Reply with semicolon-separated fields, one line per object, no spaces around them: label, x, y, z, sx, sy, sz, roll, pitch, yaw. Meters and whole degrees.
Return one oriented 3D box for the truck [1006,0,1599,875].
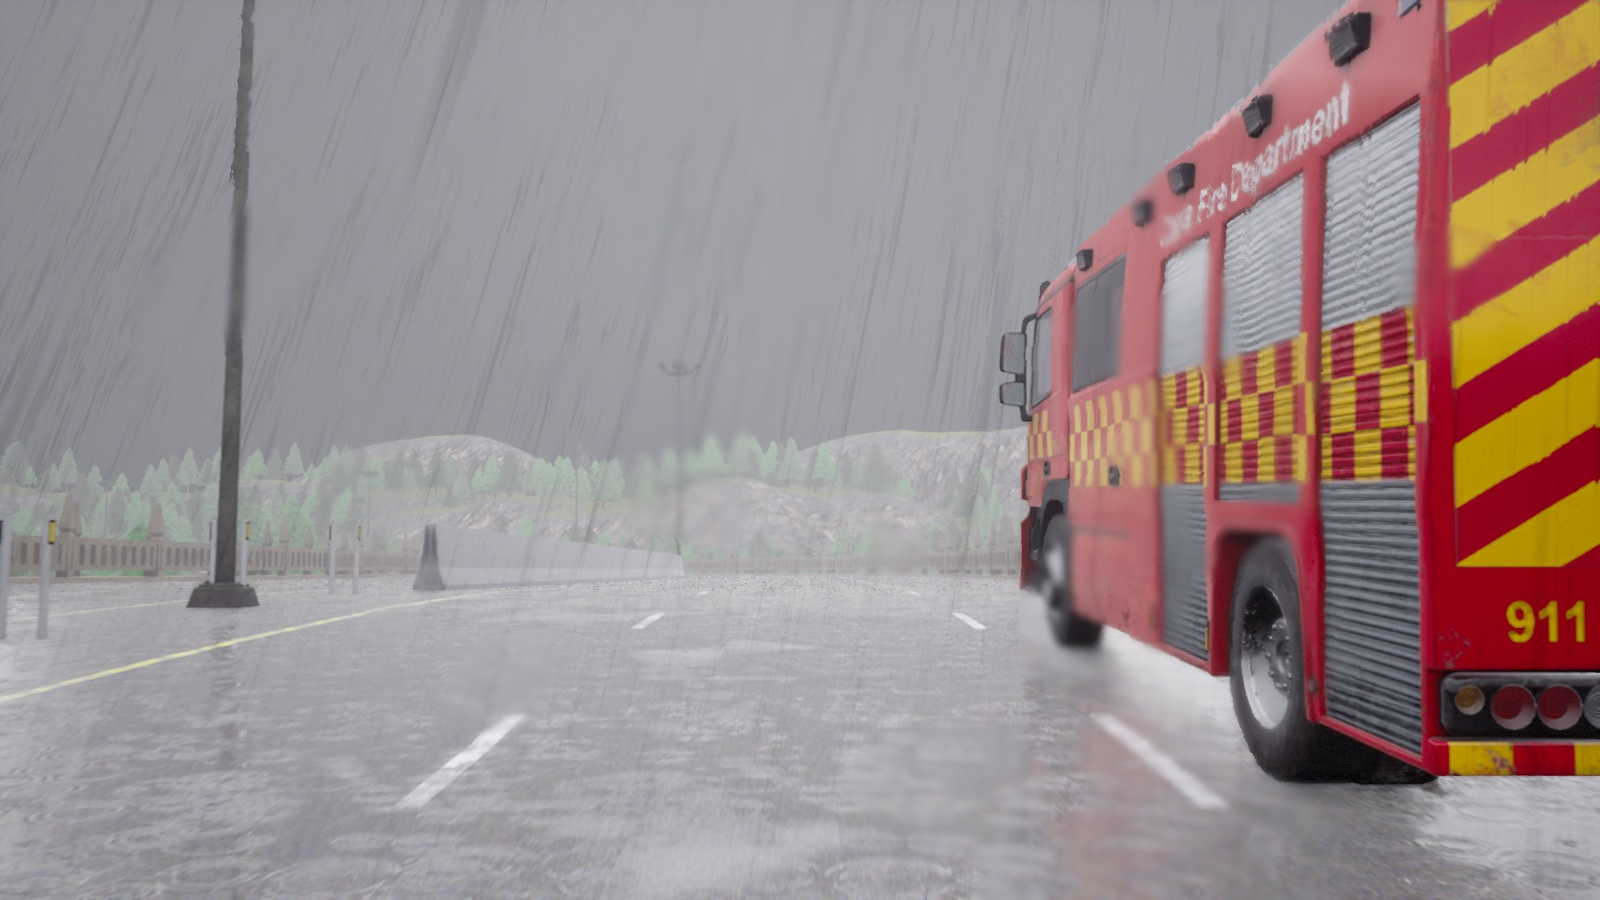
truck;3.567;-0.254;8.769;2.891;3.827;8.468;0;-2;0
